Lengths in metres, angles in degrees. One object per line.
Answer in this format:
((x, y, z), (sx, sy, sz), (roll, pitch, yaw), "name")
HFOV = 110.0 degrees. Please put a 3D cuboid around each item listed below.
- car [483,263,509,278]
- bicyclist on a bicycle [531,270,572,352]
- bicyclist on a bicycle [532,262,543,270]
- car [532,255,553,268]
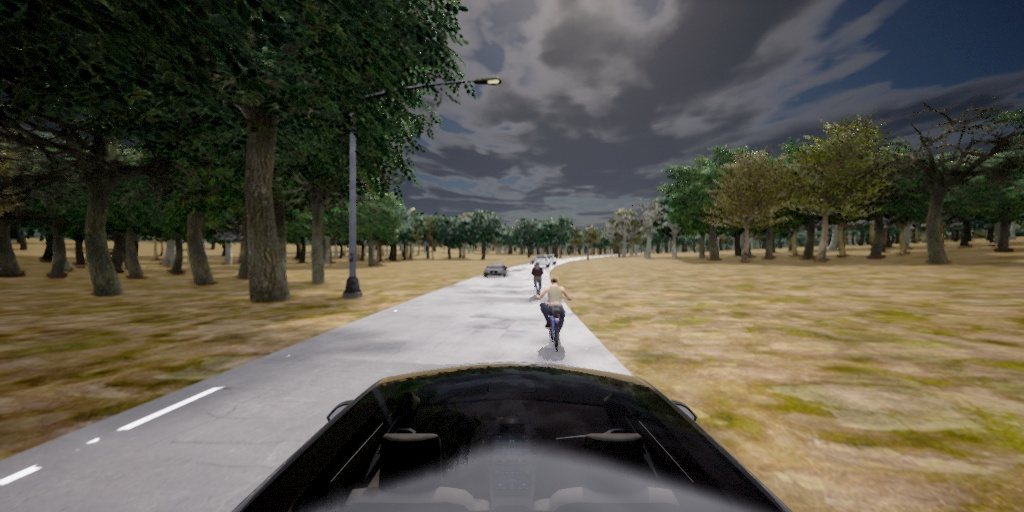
((-1.457, 1.318, 34.197), (1.994, 1.385, 4.181), (0, 0, 6), "car")
((0.940, 1.208, 8.057), (0.866, 1.612, 1.509), (0, 0, 1), "bicyclist on a bicycle")
((1.271, 1.160, 17.886), (0.659, 1.776, 1.843), (0, 0, 3), "bicyclist on a bicycle")
((5.057, 0.848, 58.983), (2.150, 2.045, 5.566), (0, 0, 10), "car")
